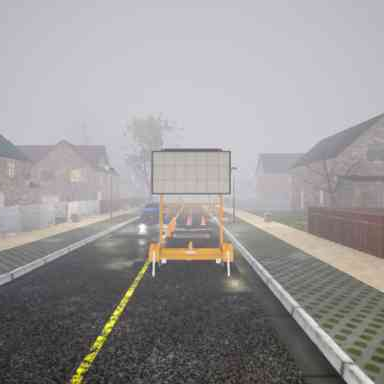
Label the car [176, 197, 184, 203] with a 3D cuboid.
[{"bbox_3d":[-2.966,2.003,83.226,1.812,1.442,4.674,0,-1,0],"label":"car"}]

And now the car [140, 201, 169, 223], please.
[{"bbox_3d":[-2.919,1.537,26.540,1.882,1.535,5.008,0,0,0],"label":"car"}]

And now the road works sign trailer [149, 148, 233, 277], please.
[{"bbox_3d":[-0.026,0.473,10.221,2.380,3.560,2.880,0,0,0],"label":"road works sign trailer"}]
